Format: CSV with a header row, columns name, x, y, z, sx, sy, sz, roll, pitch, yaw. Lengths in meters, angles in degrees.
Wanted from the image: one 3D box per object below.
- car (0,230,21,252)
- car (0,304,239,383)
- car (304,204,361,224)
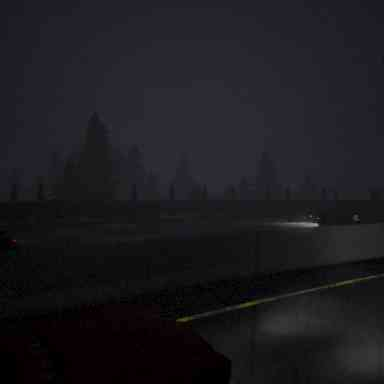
name,x,y,z,sx,sy,sz,roll,pitch,yaw
car,-6.683,1.469,7.656,4.902,1.511,2.128,0,0,-35
car,-1.923,1.594,2.266,4.718,1.301,1.895,0,0,-35
car,10.551,1.602,25.054,4.181,1.385,1.994,0,0,-22
